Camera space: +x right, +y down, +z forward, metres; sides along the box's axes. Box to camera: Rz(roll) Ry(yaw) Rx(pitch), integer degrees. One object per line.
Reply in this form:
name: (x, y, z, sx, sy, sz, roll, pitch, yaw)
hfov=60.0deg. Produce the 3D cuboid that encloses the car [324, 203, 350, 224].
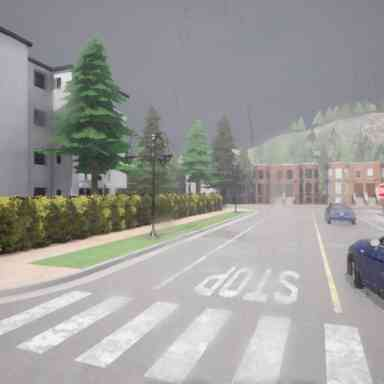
car: (10.850, 1.524, 24.531, 2.033, 1.411, 5.357, 0, 0, 20)

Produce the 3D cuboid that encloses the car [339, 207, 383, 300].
car: (4.598, 1.334, 6.207, 2.097, 1.767, 4.553, 0, 0, 8)
